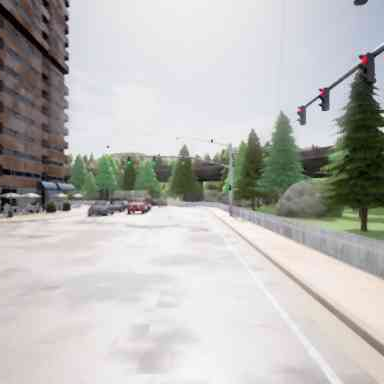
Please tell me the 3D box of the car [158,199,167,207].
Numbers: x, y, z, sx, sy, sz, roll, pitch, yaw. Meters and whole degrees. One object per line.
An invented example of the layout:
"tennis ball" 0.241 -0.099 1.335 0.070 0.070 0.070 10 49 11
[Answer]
"car" -7.385 2.320 73.061 2.097 1.767 4.553 1 -1 -39

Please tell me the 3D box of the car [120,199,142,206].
"car" -14.666 2.509 80.042 5.357 1.411 2.033 0 -1 32

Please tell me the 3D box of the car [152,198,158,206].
"car" -10.258 2.163 71.067 2.150 2.045 5.566 1 -1 -39

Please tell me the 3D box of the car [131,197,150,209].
"car" -9.997 2.063 63.782 2.150 2.045 5.566 0 -1 -25

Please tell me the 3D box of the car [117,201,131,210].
"car" -12.017 2.341 58.834 1.994 1.385 4.181 0 -1 -18

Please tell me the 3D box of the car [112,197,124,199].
"car" -18.100 2.250 78.149 5.566 2.045 2.150 0 -1 32

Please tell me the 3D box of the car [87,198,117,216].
"car" -10.597 1.866 38.861 2.097 1.767 4.553 0 -1 1

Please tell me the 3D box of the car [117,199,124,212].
"car" -10.715 2.137 47.826 1.837 1.490 4.892 0 -1 -1

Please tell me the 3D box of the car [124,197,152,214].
"car" -7.088 1.802 43.946 2.150 2.045 5.566 0 -1 0

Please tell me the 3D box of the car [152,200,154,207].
"car" -7.526 2.310 53.697 1.895 1.301 4.718 0 -1 -6
